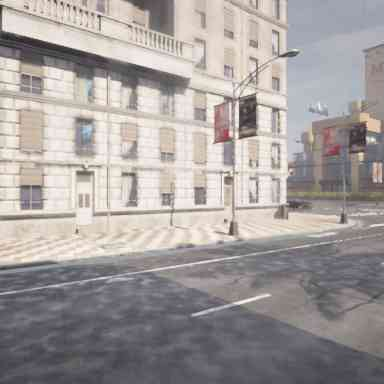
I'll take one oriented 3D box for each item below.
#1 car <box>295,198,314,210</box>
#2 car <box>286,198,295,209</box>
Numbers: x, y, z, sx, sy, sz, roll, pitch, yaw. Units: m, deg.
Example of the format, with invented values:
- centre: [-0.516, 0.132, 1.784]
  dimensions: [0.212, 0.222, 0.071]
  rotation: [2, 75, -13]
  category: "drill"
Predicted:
- centre: [13.249, 1.478, 43.029]
  dimensions: [1.882, 1.535, 5.008]
  rotation: [0, 0, -36]
  category: "car"
- centre: [9.907, 1.477, 41.662]
  dimensions: [1.882, 1.535, 5.008]
  rotation: [0, 0, -36]
  category: "car"
